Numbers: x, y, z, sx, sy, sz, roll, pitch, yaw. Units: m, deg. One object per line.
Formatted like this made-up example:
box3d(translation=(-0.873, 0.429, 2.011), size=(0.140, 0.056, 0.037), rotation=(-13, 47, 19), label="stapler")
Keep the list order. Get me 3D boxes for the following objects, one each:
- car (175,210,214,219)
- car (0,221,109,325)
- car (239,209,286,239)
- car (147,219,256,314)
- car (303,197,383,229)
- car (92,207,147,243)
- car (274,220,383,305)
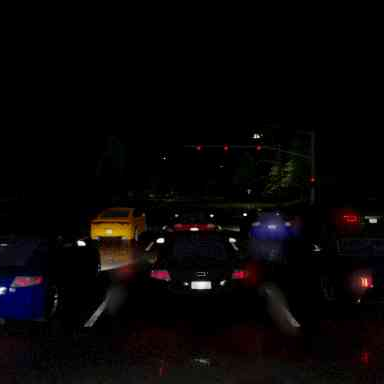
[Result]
box3d(translation=(0.106, 1.564, 16.096), size=(1.994, 1.385, 4.181), rotation=(0, 0, 0), label="car")
box3d(translation=(-3.396, 1.564, 7.232), size=(1.994, 1.385, 4.181), rotation=(0, 0, 0), label="car")
box3d(translation=(3.606, 1.564, 16.801), size=(1.994, 1.385, 4.181), rotation=(0, 0, 0), label="car")
box3d(translation=(0.117, 1.564, 7.693), size=(1.994, 1.385, 4.181), rotation=(0, 0, -1), label="car")
box3d(translation=(7.106, 1.222, 15.726), size=(2.150, 2.045, 5.566), rotation=(0, 0, 0), label="car")
box3d(translation=(-3.395, 1.478, 16.163), size=(1.882, 1.535, 5.008), rotation=(0, 0, 0), label="car")
box3d(translation=(3.603, 1.601, 8.044), size=(1.895, 1.301, 4.718), rotation=(0, 0, 0), label="car")
